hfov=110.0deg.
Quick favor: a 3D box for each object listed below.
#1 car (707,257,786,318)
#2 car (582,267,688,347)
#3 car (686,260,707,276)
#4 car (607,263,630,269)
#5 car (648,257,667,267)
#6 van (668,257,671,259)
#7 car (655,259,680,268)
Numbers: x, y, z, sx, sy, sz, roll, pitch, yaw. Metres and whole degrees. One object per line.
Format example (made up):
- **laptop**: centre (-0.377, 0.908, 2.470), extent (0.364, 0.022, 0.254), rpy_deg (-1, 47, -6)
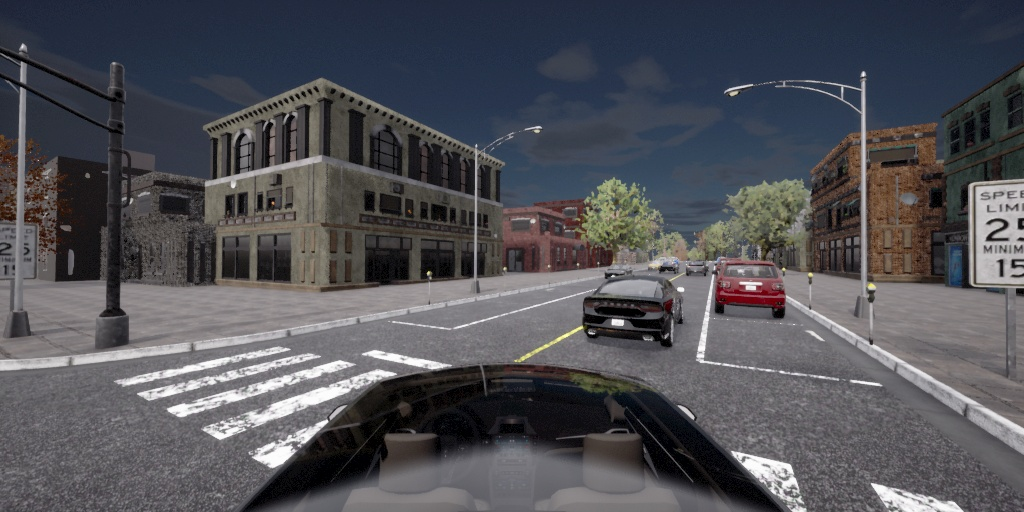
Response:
- **car**: centre (8.572, 1.069, 13.192), extent (2.192, 1.841, 5.009), rpy_deg (0, 0, 30)
- **car**: centre (3.419, 1.230, 9.586), extent (1.882, 1.535, 5.008), rpy_deg (0, 0, 30)
- **car**: centre (19.040, 1.252, 36.877), extent (2.128, 1.511, 4.902), rpy_deg (0, 0, 30)
- **car**: centre (9.523, 1.324, 31.779), extent (1.948, 1.339, 4.313), rpy_deg (0, 0, 30)
- **car**: centre (20.421, 1.286, 50.893), extent (1.751, 1.417, 4.829), rpy_deg (0, 0, 30)
- **van**: centre (23.251, 1.101, 55.856), extent (1.690, 1.789, 3.998), rpy_deg (0, 0, 30)
- **car**: centre (18.234, 1.361, 41.627), extent (1.895, 1.301, 4.718), rpy_deg (0, 0, 30)
